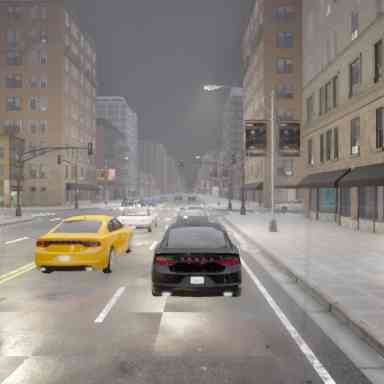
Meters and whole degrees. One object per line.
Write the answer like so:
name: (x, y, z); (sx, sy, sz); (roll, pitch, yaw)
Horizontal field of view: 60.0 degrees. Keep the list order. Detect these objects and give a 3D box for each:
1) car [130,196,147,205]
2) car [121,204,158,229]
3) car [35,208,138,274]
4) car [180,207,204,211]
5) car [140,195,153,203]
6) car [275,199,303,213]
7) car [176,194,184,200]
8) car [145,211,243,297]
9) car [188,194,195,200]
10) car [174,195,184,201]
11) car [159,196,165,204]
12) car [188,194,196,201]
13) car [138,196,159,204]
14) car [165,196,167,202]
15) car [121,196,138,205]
car: (-9.822, 1.484, 61.414); (2.128, 1.511, 4.902); (0, 0, 1)
car: (-3.155, 1.601, 20.003); (1.895, 1.301, 4.718); (0, 0, 0)
car: (-3.154, 1.478, 10.642); (1.882, 1.535, 5.008); (0, 0, 0)
car: (-0.004, 1.547, 18.442); (2.033, 1.411, 5.357); (0, 0, 0)
car: (-9.767, 1.513, 71.647); (2.128, 1.511, 4.902); (0, 0, 0)
car: (11.711, 1.562, 37.436); (4.674, 1.442, 1.812); (0, 0, 0)
car: (-3.273, 1.391, 91.210); (2.033, 1.411, 5.357); (0, 0, 0)
car: (0.098, 1.478, 8.623); (1.882, 1.535, 5.008); (0, 0, 0)
car: (-0.023, 1.329, 91.211); (1.882, 1.535, 5.008); (0, 0, 0)
car: (-3.270, 1.483, 80.790); (1.837, 1.490, 4.892); (0, 0, 0)
car: (-6.578, 1.519, 61.748); (1.812, 1.442, 4.674); (0, 0, 0)
car: (-0.020, 1.460, 80.791); (1.882, 1.535, 5.008); (0, 0, 0)
car: (-6.598, 1.522, 50.563); (1.812, 1.442, 4.674); (0, 0, 0)
car: (-6.518, 1.527, 73.752); (2.033, 1.411, 5.357); (0, 0, 0)
car: (-9.857, 1.500, 52.230); (1.837, 1.490, 4.892); (0, 0, 0)
